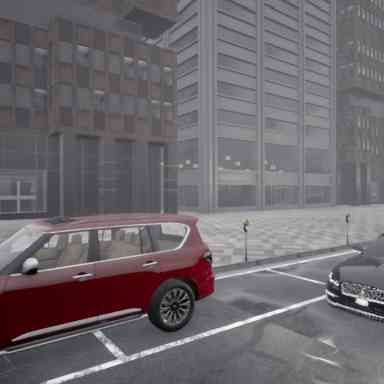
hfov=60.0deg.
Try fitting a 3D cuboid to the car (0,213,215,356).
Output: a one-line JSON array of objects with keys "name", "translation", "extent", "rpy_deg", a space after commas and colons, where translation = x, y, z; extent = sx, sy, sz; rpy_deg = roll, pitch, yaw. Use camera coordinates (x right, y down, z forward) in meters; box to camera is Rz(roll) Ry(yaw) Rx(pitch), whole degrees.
[{"name": "car", "translation": [-1.911, 1.315, 5.288], "extent": [5.009, 1.841, 2.192], "rpy_deg": [0, 0, -35]}]

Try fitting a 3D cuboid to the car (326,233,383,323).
[{"name": "car", "translation": [4.689, 1.504, 6.719], "extent": [4.892, 1.490, 1.837], "rpy_deg": [0, 0, -36]}]
